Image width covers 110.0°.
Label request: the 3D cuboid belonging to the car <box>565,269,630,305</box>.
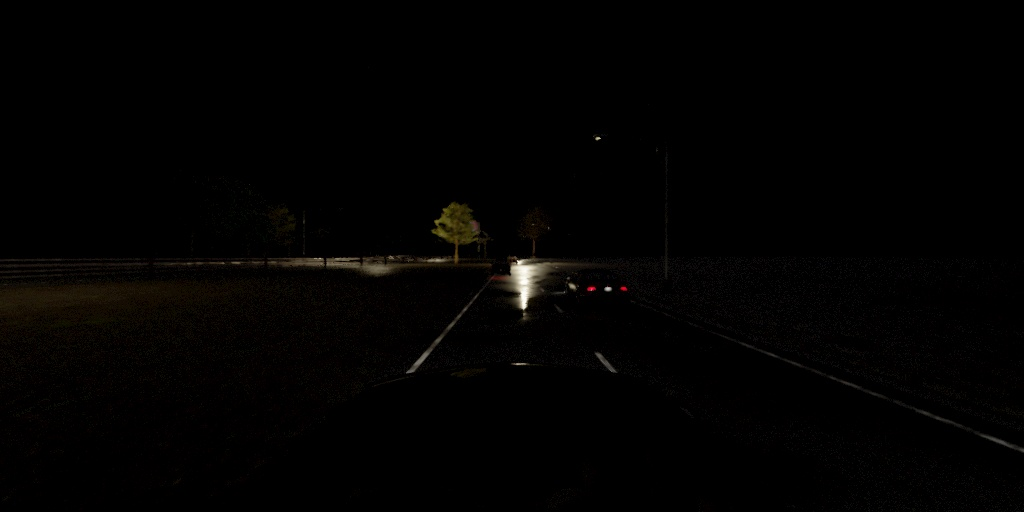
[{"bbox_3d":[3.606,1.281,15.963,2.033,1.411,5.357,0,0,0],"label":"car"}]

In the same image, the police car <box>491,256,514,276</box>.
[{"bbox_3d":[-1.035,1.059,35.279,1.930,1.638,5.238,0,0,0],"label":"police car"}]
